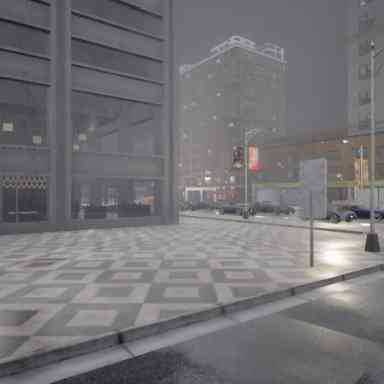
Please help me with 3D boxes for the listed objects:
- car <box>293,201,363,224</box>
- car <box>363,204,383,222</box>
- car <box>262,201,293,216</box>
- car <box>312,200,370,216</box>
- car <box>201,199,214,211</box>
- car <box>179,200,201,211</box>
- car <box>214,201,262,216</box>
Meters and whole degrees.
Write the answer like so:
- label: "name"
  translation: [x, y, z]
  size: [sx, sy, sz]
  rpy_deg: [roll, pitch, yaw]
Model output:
- label: "car"
  translation: [10.394, 1.616, 25.680]
  size: [1.994, 1.385, 4.181]
  rpy_deg: [0, 0, -36]
- label: "car"
  translation: [13.665, 1.648, 26.698]
  size: [1.895, 1.301, 4.718]
  rpy_deg: [0, 0, -36]
- label: "car"
  translation: [8.018, 1.632, 34.519]
  size: [2.033, 1.411, 5.357]
  rpy_deg: [0, 0, -36]
- label: "car"
  translation: [15.619, 1.617, 35.238]
  size: [2.033, 1.411, 5.357]
  rpy_deg: [0, 0, -34]
- label: "car"
  translation: [2.045, 1.666, 42.806]
  size: [2.033, 1.411, 5.357]
  rpy_deg: [0, 0, -36]
- label: "car"
  translation: [-1.286, 1.687, 41.885]
  size: [1.994, 1.385, 4.181]
  rpy_deg: [0, 0, -35]
- label: "car"
  translation: [4.583, 1.654, 33.738]
  size: [1.994, 1.385, 4.181]
  rpy_deg: [0, 0, -36]
